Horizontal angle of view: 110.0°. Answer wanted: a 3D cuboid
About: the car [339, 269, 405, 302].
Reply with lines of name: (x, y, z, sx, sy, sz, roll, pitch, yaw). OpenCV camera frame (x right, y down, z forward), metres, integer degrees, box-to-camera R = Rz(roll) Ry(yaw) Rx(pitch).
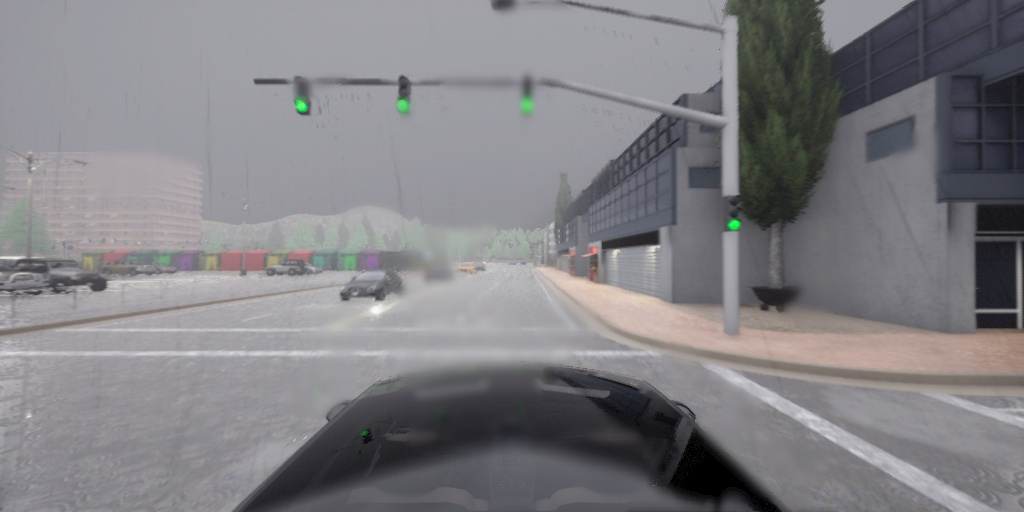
car: (-6.872, 1.423, 18.176, 1.812, 1.442, 4.674, 0, 0, 2)

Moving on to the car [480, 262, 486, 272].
car: (-5.381, 1.735, 58.283, 1.882, 1.535, 5.008, 0, -1, 2)

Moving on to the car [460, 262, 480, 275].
car: (-5.810, 1.633, 46.883, 1.882, 1.535, 5.008, 0, -1, 2)

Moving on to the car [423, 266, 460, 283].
car: (-6.322, 1.568, 31.888, 2.033, 1.411, 5.357, 0, 0, 2)
